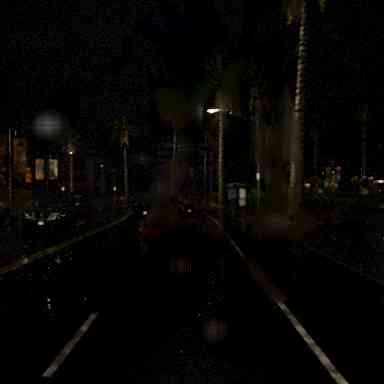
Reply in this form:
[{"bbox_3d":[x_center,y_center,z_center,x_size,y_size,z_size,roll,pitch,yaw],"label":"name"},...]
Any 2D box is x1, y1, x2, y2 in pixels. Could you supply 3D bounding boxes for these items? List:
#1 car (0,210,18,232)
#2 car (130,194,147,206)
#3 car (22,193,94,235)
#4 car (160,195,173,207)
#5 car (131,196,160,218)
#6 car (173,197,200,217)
[{"bbox_3d":[-10.626,1.494,16.285,1.895,1.301,4.718,0,0,0],"label":"car"},{"bbox_3d":[-6.780,1.070,43.238,2.097,1.767,4.553,0,0,-17],"label":"car"},{"bbox_3d":[-7.134,1.102,18.404,2.150,2.045,5.566,0,0,0],"label":"car"},{"bbox_3d":[-3.385,1.191,44.105,1.882,1.535,5.008,0,1,-17],"label":"car"},{"bbox_3d":[-3.815,1.324,27.975,1.837,1.490,4.892,0,1,-5],"label":"car"},{"bbox_3d":[-0.424,1.336,29.232,1.812,1.442,4.674,0,0,-6],"label":"car"}]
